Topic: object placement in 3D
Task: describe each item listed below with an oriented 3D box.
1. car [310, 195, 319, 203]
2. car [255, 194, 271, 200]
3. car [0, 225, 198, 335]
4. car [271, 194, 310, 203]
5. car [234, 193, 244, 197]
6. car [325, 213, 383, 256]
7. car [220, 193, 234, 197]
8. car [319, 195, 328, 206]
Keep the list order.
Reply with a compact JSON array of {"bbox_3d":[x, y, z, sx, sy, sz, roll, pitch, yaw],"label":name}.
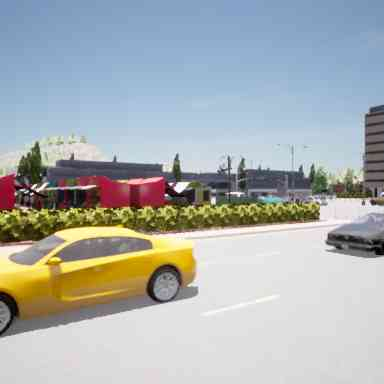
[{"bbox_3d":[16.269,1.414,49.275,1.784,1.438,3.905,0,0,-33],"label":"car"},{"bbox_3d":[15.238,1.445,66.654,1.970,1.475,3.806,0,0,-33],"label":"car"},{"bbox_3d":[-2.231,1.477,6.682,5.008,1.535,1.882,0,0,-34],"label":"car"},{"bbox_3d":[14.052,1.204,47.762,1.932,1.855,4.605,0,0,-33],"label":"car"},{"bbox_3d":[10.378,1.202,84.288,1.932,1.855,4.605,0,0,-33],"label":"car"},{"bbox_3d":[7.629,1.546,13.240,5.357,1.411,2.033,0,0,-34],"label":"car"},{"bbox_3d":[7.927,1.205,82.747,1.905,1.878,3.866,0,0,-33],"label":"car"},{"bbox_3d":[18.691,1.445,50.861,1.970,1.475,3.806,0,0,-33],"label":"car"}]
